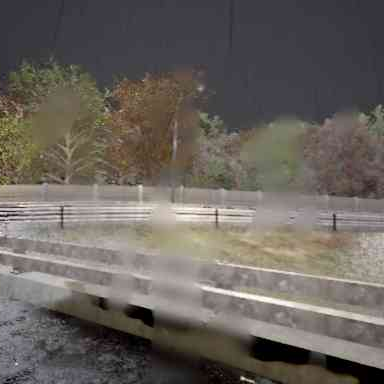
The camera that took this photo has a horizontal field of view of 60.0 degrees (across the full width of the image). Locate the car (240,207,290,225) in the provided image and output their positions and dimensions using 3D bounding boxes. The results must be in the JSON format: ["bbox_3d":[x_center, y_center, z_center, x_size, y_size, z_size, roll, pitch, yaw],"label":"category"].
[{"bbox_3d":[6.564,2.107,29.903,4.674,1.442,1.812,3,-1,-18],"label":"car"}]

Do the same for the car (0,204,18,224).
[{"bbox_3d":[-14.834,1.471,23.065,4.902,1.511,2.128,-1,0,-17],"label":"car"}]
